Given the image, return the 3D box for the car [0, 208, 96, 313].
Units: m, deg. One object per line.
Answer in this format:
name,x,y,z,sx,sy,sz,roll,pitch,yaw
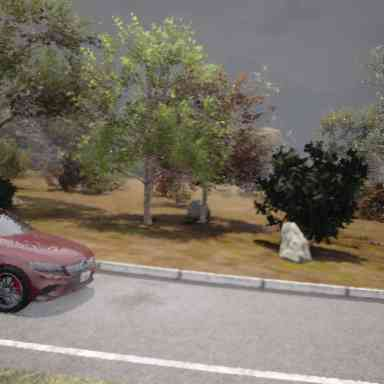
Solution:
car,-4.066,0.940,6.000,4.674,1.442,1.812,6,0,9
